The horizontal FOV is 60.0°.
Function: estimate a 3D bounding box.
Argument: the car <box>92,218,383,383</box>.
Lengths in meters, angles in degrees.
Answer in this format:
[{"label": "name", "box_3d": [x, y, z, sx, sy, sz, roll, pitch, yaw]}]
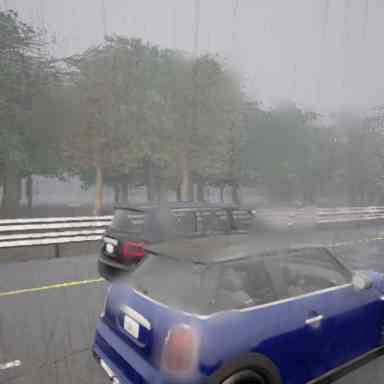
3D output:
[{"label": "car", "box_3d": [1.126, 1.380, 4.550, 4.553, 1.767, 2.097, 1, 0, -36]}]

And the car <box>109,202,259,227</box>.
[{"label": "car", "box_3d": [0.496, 1.266, 8.401, 5.566, 2.045, 2.150, 0, 0, -36]}]
